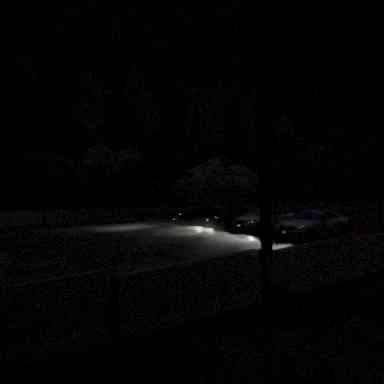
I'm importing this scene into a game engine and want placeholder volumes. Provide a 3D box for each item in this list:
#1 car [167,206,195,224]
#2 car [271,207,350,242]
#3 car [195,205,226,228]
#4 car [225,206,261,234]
[{"bbox_3d":[0.482,1.699,25.711,4.718,1.301,1.895,0,0,-35],"label":"car"},{"bbox_3d":[6.223,1.620,16.914,4.674,1.442,1.812,1,0,-35],"label":"car"},{"bbox_3d":[2.635,1.664,22.946,4.181,1.385,1.994,0,0,-35],"label":"car"},{"bbox_3d":[4.517,1.624,19.991,4.674,1.442,1.812,1,0,-35],"label":"car"}]
